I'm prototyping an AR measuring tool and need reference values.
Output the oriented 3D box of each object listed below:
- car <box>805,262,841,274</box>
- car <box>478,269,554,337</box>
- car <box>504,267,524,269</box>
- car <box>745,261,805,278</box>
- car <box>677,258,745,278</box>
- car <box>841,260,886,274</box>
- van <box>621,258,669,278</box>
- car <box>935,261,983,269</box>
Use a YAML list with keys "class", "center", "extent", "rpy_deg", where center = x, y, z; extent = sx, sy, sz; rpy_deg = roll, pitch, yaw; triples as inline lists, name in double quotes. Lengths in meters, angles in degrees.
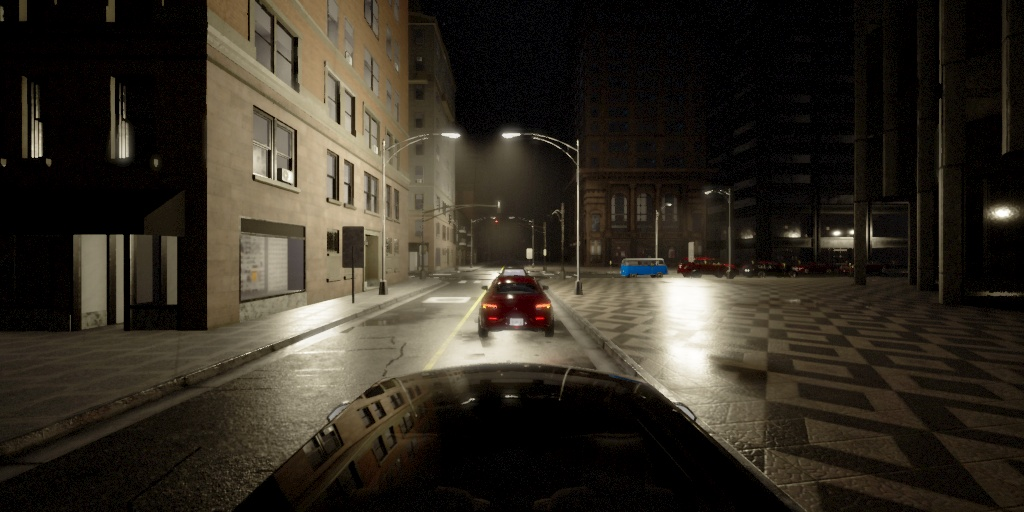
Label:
- class: "car"
  center: [34.209, 1.331, 40.769]
  extent: [4.207, 1.307, 1.802]
  rpy_deg: [0, 0, -1]
- class: "car"
  center: [0.097, 1.271, 10.105]
  extent: [1.812, 1.442, 4.674]
  rpy_deg: [0, 0, 0]
- class: "car"
  center: [0.114, 1.303, 19.977]
  extent: [1.994, 1.385, 4.181]
  rpy_deg: [0, 0, 0]
- class: "car"
  center: [23.030, 1.326, 32.080]
  extent: [4.313, 1.339, 1.948]
  rpy_deg: [0, 0, -1]
- class: "car"
  center: [17.390, 1.078, 31.998]
  extent: [5.009, 1.841, 2.192]
  rpy_deg: [0, 0, -1]
- class: "car"
  center: [39.848, 1.185, 40.851]
  extent: [4.097, 1.591, 1.967]
  rpy_deg: [0, 0, -1]
- class: "van"
  center: [11.749, 1.105, 31.916]
  extent: [3.998, 1.789, 1.690]
  rpy_deg: [0, 0, -1]
- class: "car"
  center: [39.947, 1.190, 32.326]
  extent: [4.097, 1.591, 1.967]
  rpy_deg: [0, 0, -1]
